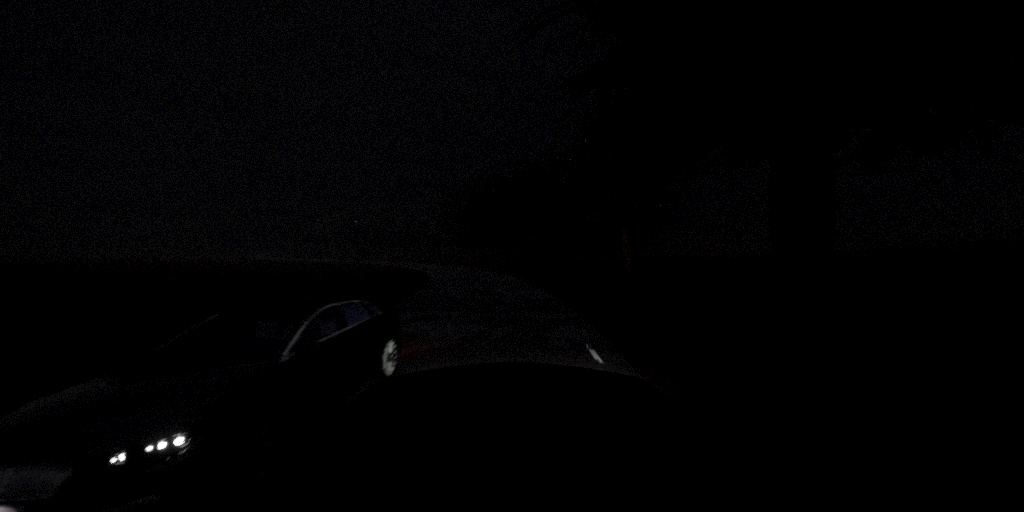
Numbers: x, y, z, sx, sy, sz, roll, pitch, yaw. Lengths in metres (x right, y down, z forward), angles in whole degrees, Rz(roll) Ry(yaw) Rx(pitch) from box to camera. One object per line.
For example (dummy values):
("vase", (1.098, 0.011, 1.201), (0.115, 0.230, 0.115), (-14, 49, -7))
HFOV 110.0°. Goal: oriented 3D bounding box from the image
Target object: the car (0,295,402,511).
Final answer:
("car", (-3.006, 1.331, 4.632), (2.128, 1.511, 4.902), (-2, 0, 3))
